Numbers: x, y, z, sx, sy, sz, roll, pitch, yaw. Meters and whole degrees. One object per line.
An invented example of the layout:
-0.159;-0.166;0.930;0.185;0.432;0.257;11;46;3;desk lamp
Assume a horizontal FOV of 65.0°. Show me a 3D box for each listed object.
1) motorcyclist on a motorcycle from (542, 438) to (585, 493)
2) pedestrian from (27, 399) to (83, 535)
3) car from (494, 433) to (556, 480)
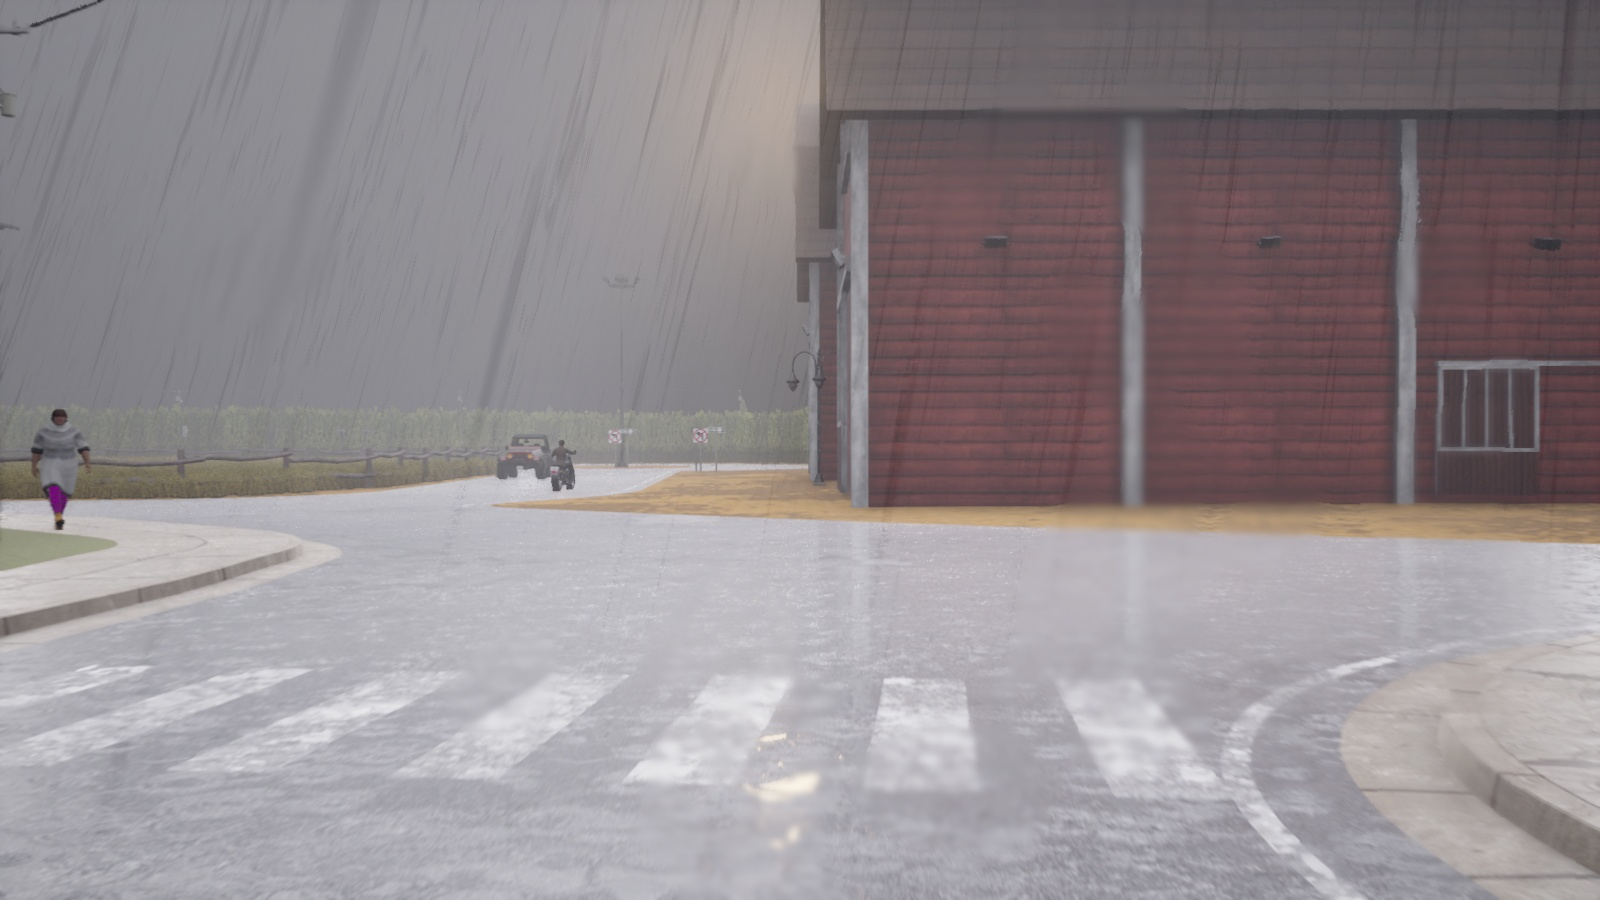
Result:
-7.417;0.468;39.485;0.766;1.649;2.350;-1;0;4;motorcyclist on a motorcycle
-11.047;0.241;18.613;0.659;1.952;0.873;0;0;-35;pedestrian
-11.379;0.238;52.157;1.905;1.878;3.866;0;0;-3;car
